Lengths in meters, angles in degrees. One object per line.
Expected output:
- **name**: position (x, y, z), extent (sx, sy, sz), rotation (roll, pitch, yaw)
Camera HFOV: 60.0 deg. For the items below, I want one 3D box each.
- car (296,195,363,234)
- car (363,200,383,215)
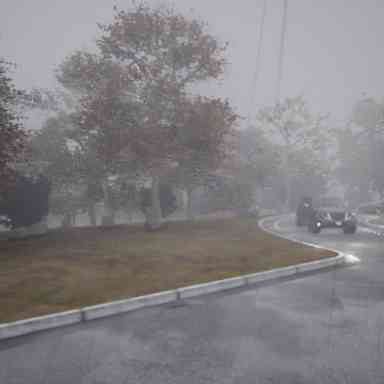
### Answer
- **car**: position (7.687, 1.239, 19.629), extent (2.150, 2.045, 5.566), rotation (0, 0, 5)
- **car**: position (19.298, 1.539, 33.728), extent (4.892, 1.490, 1.837), rotation (0, -2, -13)
